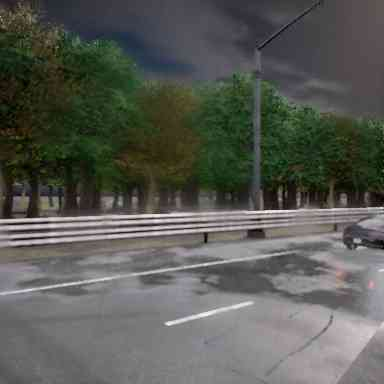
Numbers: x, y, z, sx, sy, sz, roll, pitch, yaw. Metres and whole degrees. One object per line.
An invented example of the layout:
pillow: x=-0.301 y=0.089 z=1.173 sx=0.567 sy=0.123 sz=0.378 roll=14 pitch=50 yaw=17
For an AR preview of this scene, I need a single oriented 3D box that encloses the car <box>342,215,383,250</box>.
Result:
car: x=8.092 y=1.671 z=13.683 sx=4.674 sy=1.442 sz=1.812 roll=1 pitch=0 yaw=-33
